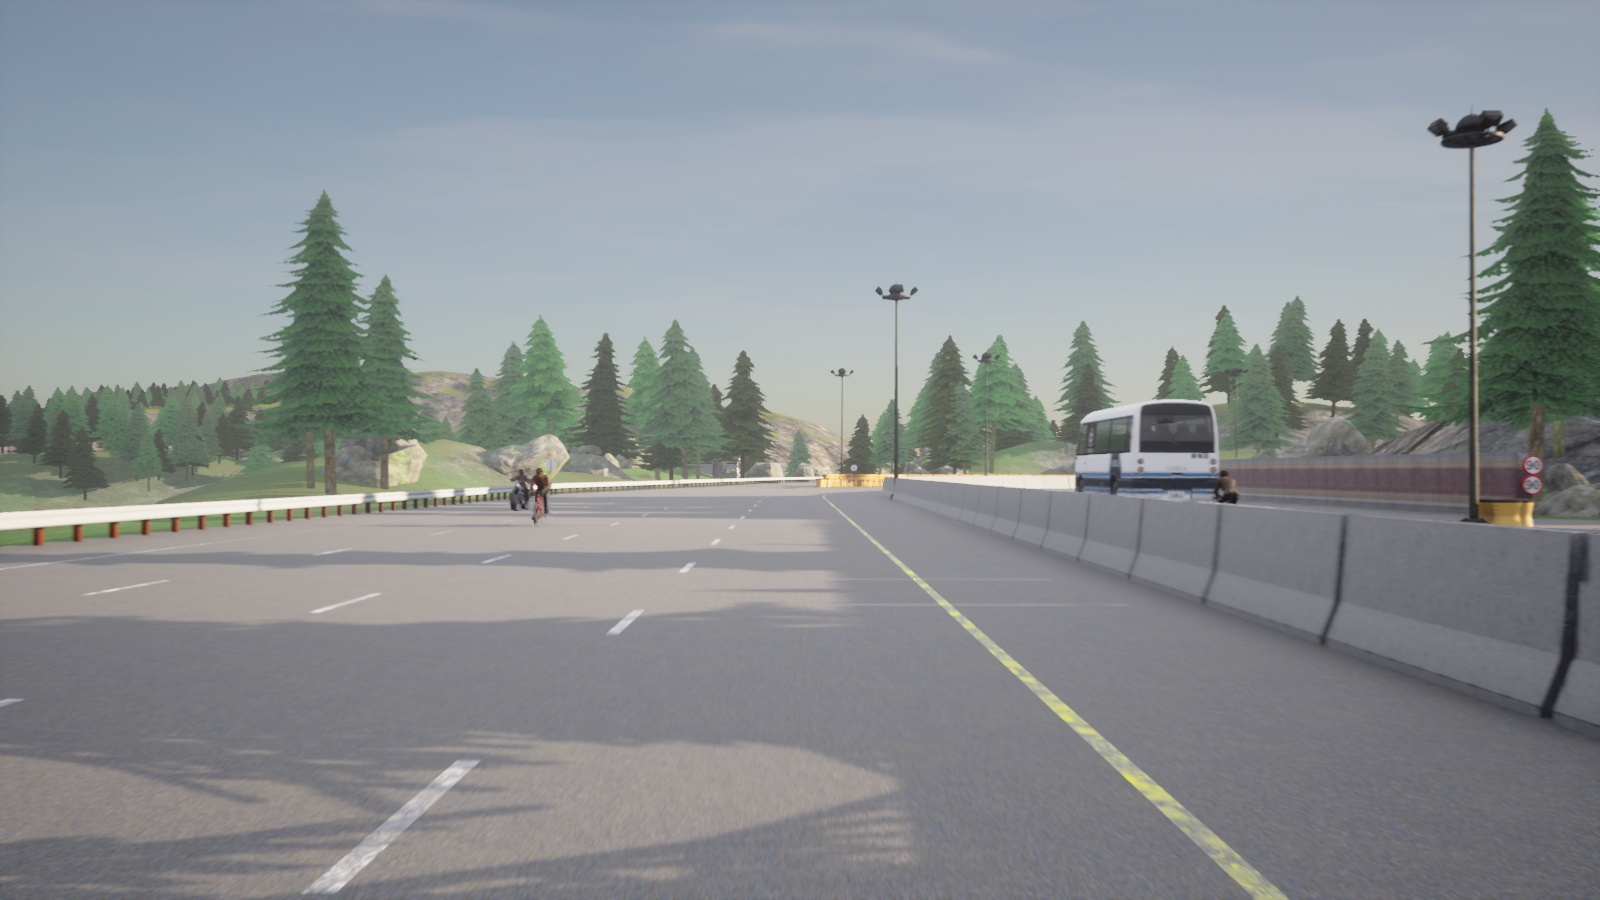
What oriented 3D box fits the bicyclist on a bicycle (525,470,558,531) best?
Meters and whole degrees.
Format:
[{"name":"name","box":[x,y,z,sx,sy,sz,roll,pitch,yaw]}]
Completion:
[{"name":"bicyclist on a bicycle","box":[-7.120,1.374,34.619,0.582,1.620,1.656,0,-1,0]}]

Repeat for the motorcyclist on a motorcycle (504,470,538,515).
[{"name":"motorcyclist on a motorcycle","box":[-10.690,1.612,48.181,0.766,1.649,2.350,0,-1,0]}]

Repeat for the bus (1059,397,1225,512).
[{"name":"bus","box":[13.787,0.249,51.867,3.944,4.253,10.273,0,-1,0]}]
